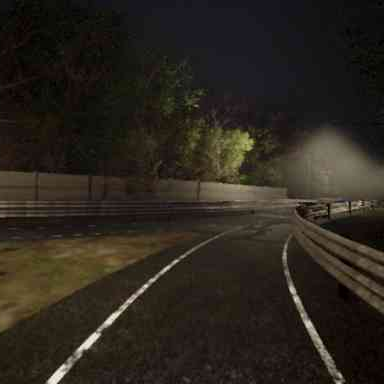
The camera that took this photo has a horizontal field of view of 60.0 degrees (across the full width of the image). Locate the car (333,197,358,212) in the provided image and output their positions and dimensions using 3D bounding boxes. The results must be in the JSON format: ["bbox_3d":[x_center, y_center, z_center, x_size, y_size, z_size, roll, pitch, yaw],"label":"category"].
[{"bbox_3d":[19.760,1.716,43.160,1.882,1.535,5.008,2,1,35],"label":"car"}]

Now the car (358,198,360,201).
[{"bbox_3d":[33.354,1.789,68.644,1.882,1.535,5.008,2,0,35],"label":"car"}]

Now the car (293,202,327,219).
[{"bbox_3d":[10.787,1.630,30.128,2.033,1.411,5.357,2,1,35],"label":"car"}]
